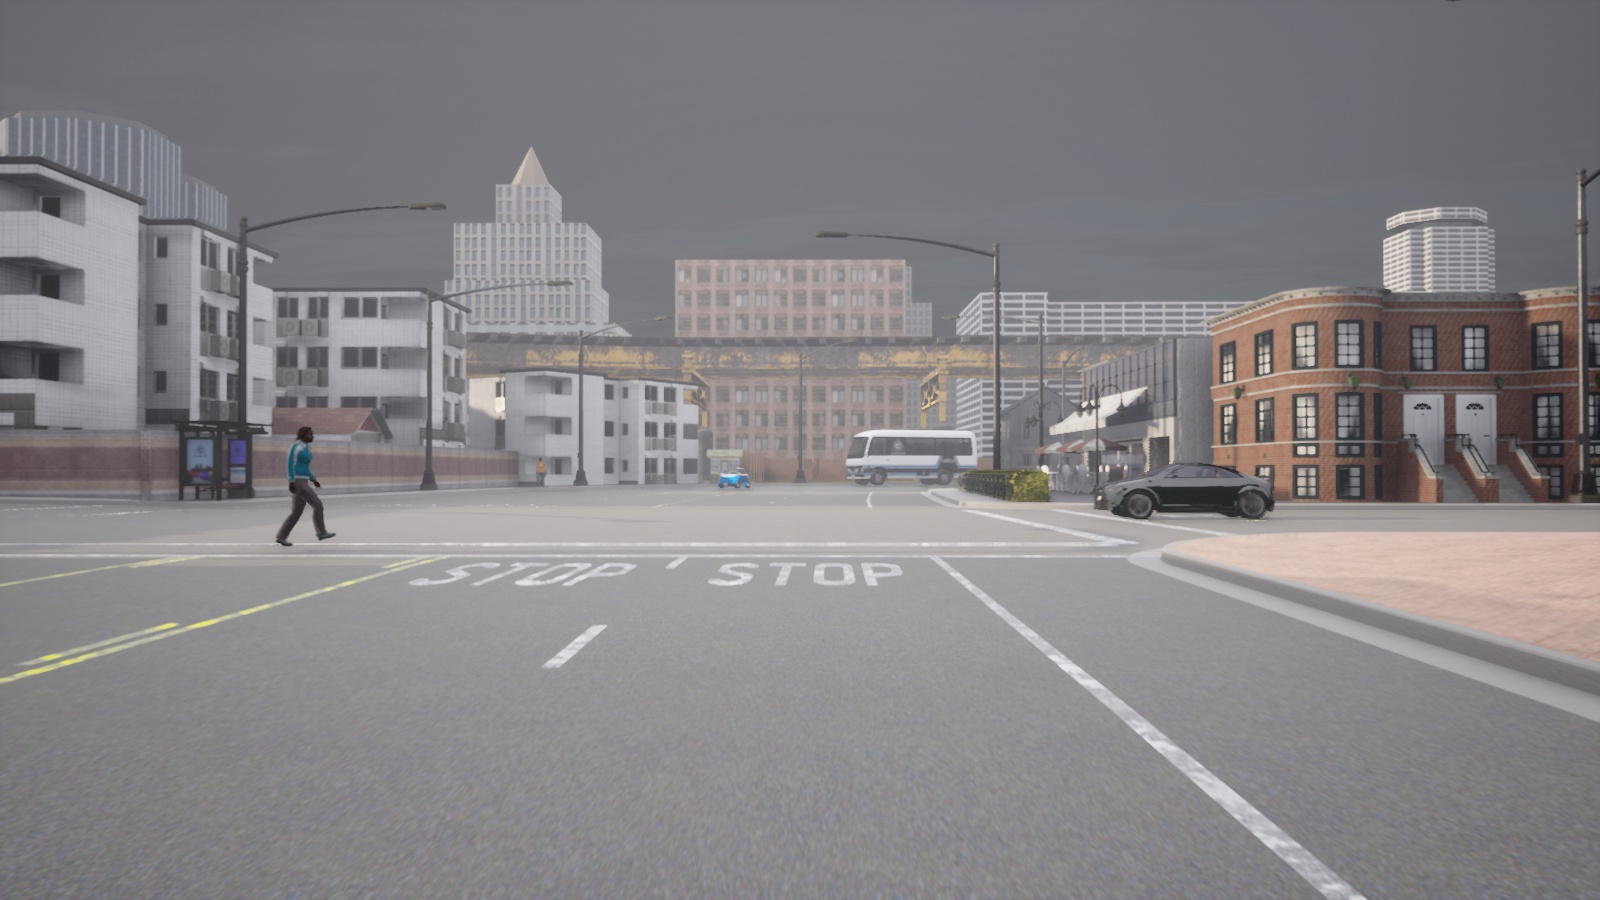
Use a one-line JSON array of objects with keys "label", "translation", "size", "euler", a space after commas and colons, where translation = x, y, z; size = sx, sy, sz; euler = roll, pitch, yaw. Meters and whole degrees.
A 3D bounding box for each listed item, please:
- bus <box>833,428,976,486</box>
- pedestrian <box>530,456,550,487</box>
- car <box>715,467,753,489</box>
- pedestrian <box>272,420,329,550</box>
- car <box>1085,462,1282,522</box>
[{"label": "bus", "translation": [8.000, 0.609, 96.195], "size": [10.273, 4.253, 3.944], "euler": [0, -1, -22]}, {"label": "pedestrian", "translation": [-15.555, 1.281, 75.156], "size": [0.874, 1.855, 0.900], "euler": [0, -1, 12]}, {"label": "car", "translation": [-4.187, 1.769, 79.954], "size": [1.481, 1.376, 2.207], "euler": [-1, -2, 31]}, {"label": "pedestrian", "translation": [-7.498, 0.516, 18.863], "size": [0.692, 1.930, 0.396], "euler": [0, -1, -3]}, {"label": "car", "translation": [9.192, 0.998, 30.405], "size": [4.181, 1.385, 1.994], "euler": [0, -1, 2]}]
